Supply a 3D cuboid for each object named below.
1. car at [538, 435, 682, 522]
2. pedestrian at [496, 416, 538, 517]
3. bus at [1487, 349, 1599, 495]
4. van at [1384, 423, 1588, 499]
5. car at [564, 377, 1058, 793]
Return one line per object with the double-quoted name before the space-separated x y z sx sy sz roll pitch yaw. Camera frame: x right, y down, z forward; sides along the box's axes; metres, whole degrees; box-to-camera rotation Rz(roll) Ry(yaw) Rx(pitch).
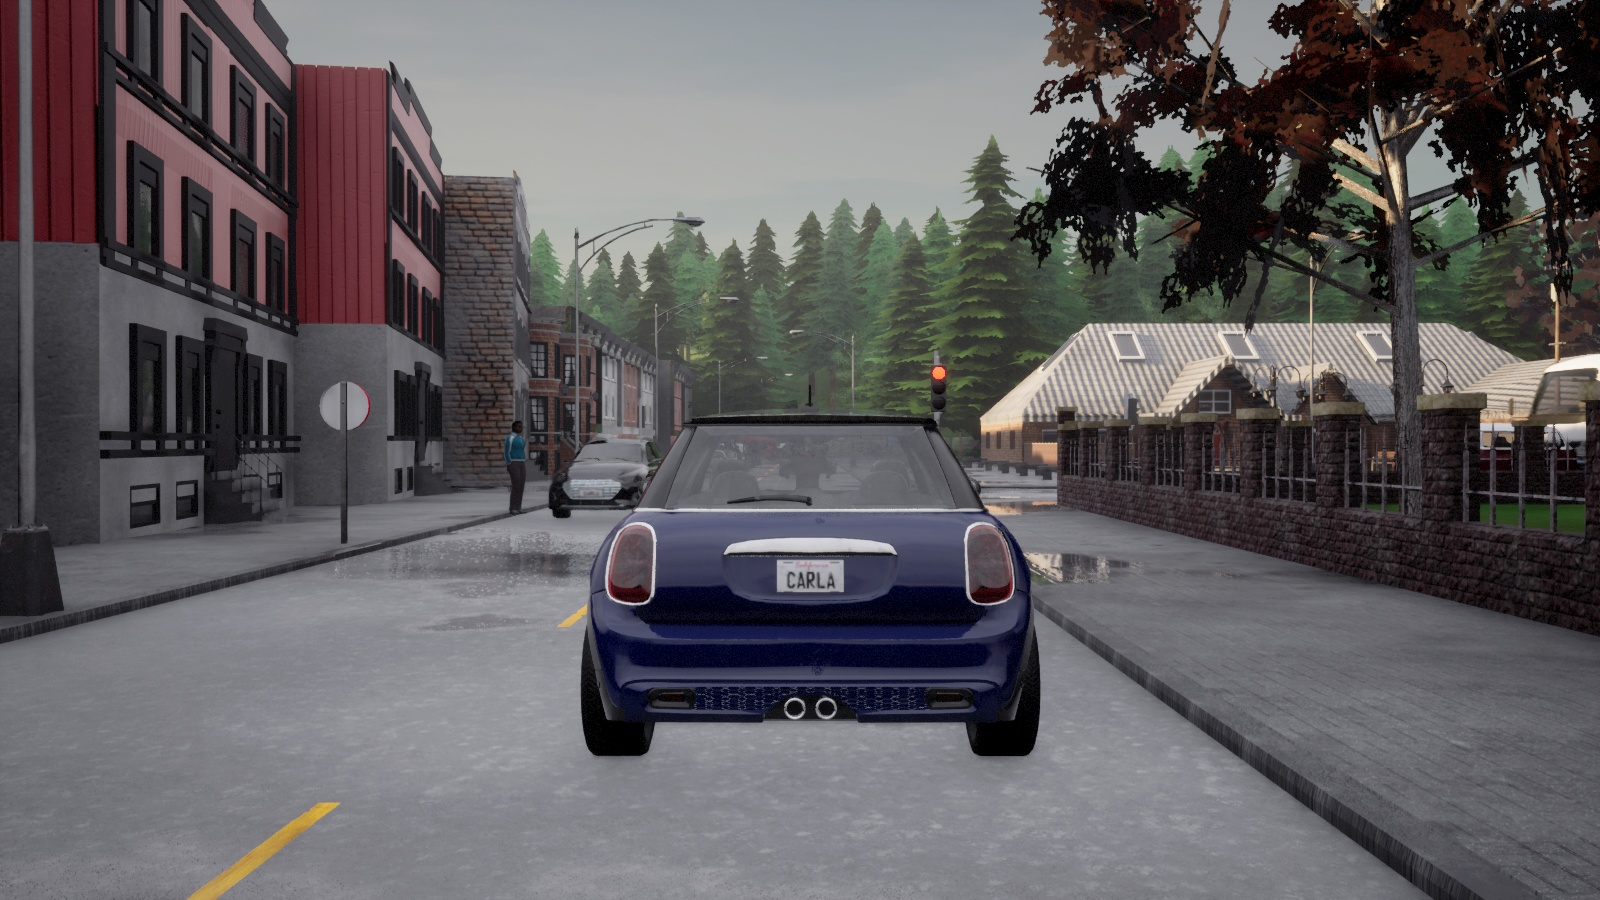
"car" -3.850 0.525 26.294 2.033 1.649 4.856 0 0 3
"pedestrian" -5.528 0.317 24.528 0.692 1.930 0.396 0 0 27
"bus" 27.252 -0.825 38.442 10.273 4.253 3.944 0 0 1
"van" 18.721 0.291 34.419 4.480 2.038 2.069 0 0 -1
"car" 0.057 0.562 7.614 2.097 1.767 4.553 0 0 0
